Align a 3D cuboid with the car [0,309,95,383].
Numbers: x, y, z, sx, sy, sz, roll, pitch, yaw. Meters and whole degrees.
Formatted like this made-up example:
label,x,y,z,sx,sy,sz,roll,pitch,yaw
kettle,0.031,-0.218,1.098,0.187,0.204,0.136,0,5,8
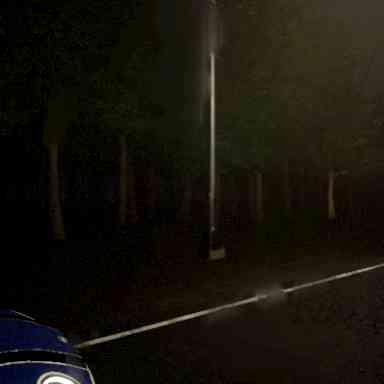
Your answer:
label,x,y,z,sx,sy,sz,roll,pitch,yaw
car,-2.809,1.355,1.744,4.553,1.767,2.097,0,0,-36
